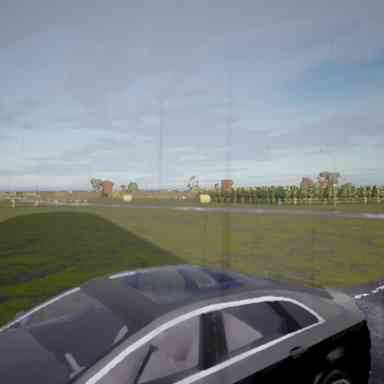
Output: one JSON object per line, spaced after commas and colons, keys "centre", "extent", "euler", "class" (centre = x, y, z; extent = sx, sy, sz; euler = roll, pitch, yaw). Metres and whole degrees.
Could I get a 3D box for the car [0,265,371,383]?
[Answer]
{"centre": [-0.441, 1.492, 2.728], "extent": [4.902, 1.511, 2.128], "euler": [0, 0, -35], "class": "car"}
